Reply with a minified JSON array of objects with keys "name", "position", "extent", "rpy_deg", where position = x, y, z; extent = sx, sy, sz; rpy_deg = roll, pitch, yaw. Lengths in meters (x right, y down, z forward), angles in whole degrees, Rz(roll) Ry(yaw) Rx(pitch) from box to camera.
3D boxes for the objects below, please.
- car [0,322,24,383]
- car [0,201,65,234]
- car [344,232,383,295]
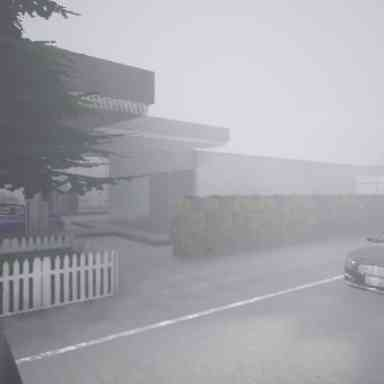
[{"name":"car","position":[-3.427,1.597,1.560],"extent":[4.718,1.301,1.895],"rpy_deg":[0,0,-35]},{"name":"car","position":[-9.257,1.470,17.823],"extent":[4.611,1.667,2.242],"rpy_deg":[0,0,-36]},{"name":"car","position":[5.588,1.498,7.960],"extent":[4.902,1.511,2.128],"rpy_deg":[0,0,-35]}]
